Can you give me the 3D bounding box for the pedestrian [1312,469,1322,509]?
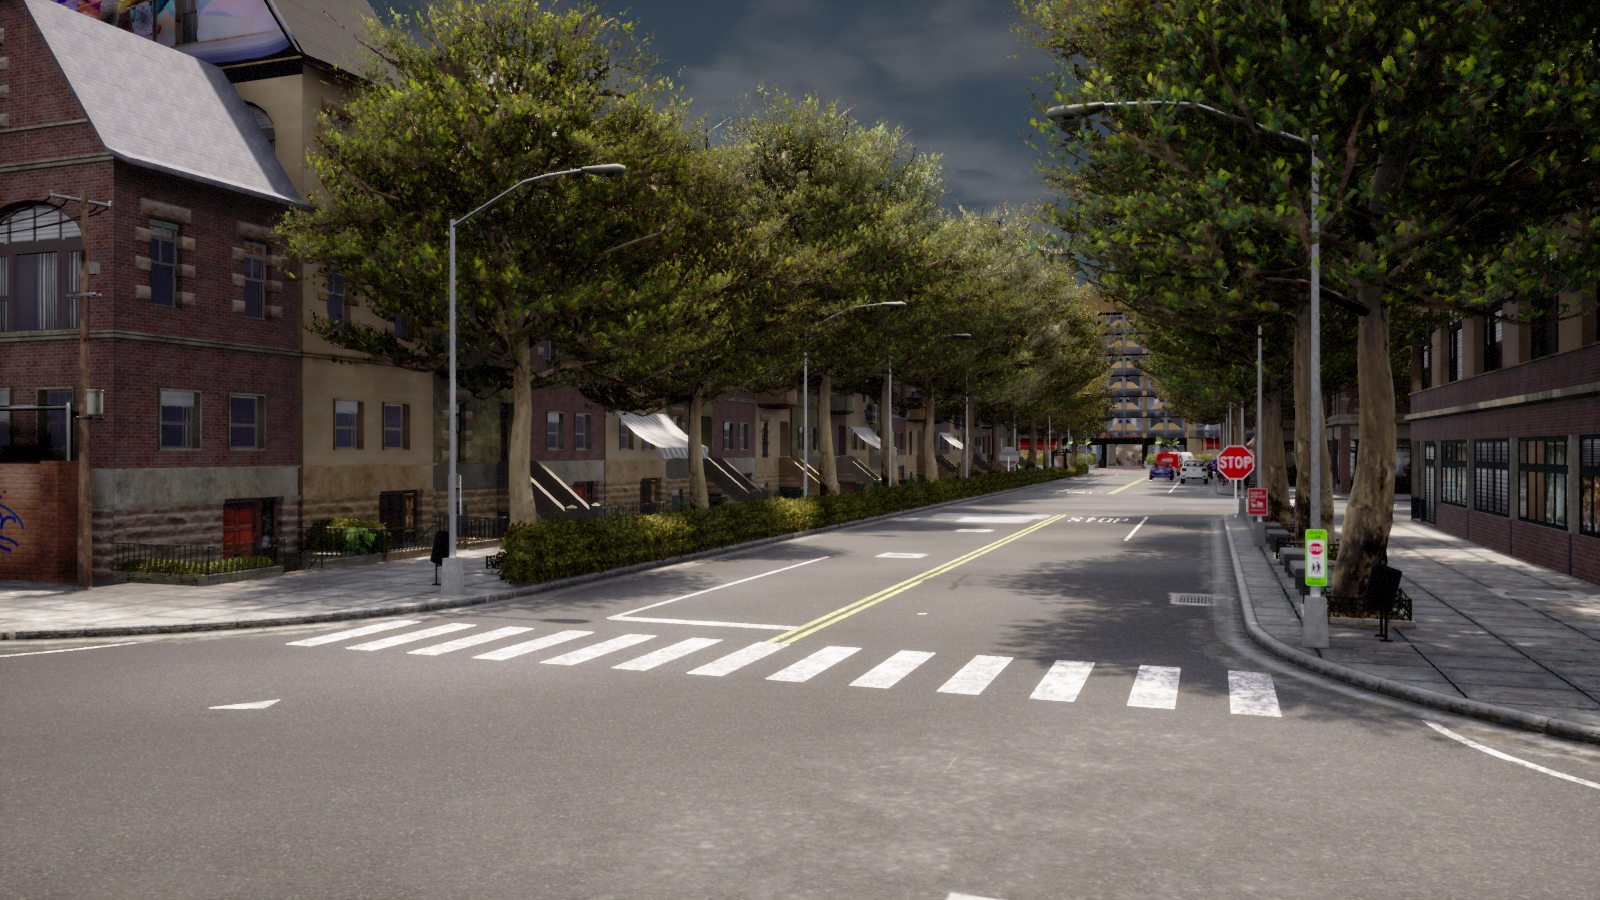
[{"bbox_3d":[24.537,1.847,54.207,0.375,1.860,0.375,0,0,18],"label":"pedestrian"}]
